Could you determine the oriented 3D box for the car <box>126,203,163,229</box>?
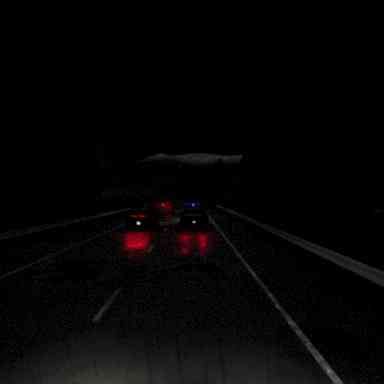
[{"bbox_3d":[-3.364,1.740,23.347,1.837,1.490,4.892,0,-1,0],"label":"car"}]

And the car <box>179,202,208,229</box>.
[{"bbox_3d":[0.135,1.730,23.544,2.128,1.511,4.902,0,-1,0],"label":"car"}]

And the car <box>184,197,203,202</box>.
[{"bbox_3d":[0.164,1.637,41.305,2.150,2.045,5.566,0,-1,0],"label":"car"}]

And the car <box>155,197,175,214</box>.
[{"bbox_3d":[-3.340,1.633,41.054,2.150,2.045,5.566,0,-1,0],"label":"car"}]
